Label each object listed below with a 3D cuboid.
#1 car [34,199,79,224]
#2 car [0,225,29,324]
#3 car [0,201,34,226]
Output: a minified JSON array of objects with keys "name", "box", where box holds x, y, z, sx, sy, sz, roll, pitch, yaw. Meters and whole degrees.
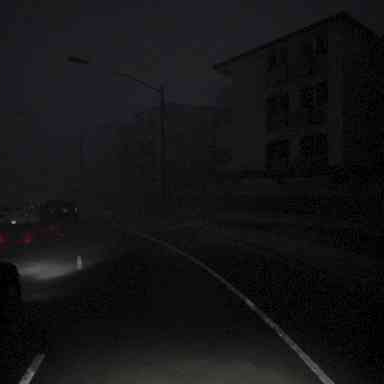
[{"name":"car","box":[-10.035,1.322,24.709,2.097,1.767,4.553,-1,0,-36]},{"name":"car","box":[-3.845,1.505,4.171,2.128,1.511,4.902,0,0,-7]},{"name":"car","box":[-11.655,1.525,21.103,1.812,1.442,4.674,-1,0,-36]}]
